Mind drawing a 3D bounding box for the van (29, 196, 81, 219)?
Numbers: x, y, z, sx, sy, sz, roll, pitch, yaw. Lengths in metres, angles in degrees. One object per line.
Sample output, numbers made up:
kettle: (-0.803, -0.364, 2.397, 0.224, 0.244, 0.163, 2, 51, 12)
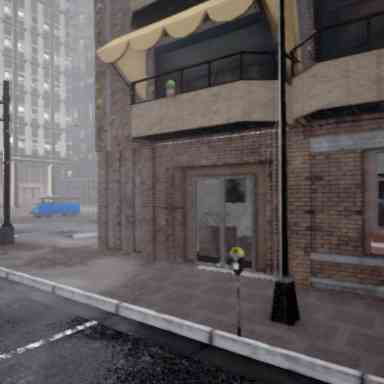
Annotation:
van: (-11.088, 1.218, 27.123, 1.690, 1.788, 3.998, -1, -1, 36)
